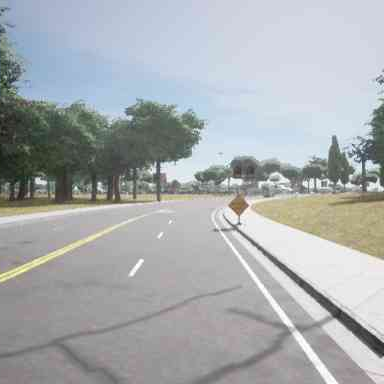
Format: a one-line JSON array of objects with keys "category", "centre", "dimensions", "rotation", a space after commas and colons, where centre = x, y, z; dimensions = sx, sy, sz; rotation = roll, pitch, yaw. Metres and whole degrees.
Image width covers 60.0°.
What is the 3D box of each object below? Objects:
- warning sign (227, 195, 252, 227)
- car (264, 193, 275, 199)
[{"category": "warning sign", "centre": [2.829, 1.104, 20.058], "dimensions": [1.300, 1.860, 1.060], "rotation": [-1, -1, 0]}, {"category": "car", "centre": [21.577, 1.153, 92.751], "dimensions": [1.837, 1.490, 4.892], "rotation": [-1, 0, 33]}]
